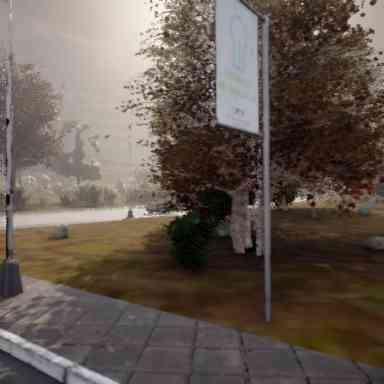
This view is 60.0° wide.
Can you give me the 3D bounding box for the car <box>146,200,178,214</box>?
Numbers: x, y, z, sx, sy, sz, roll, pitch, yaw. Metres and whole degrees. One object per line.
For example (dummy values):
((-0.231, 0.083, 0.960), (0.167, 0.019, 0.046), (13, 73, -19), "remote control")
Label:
((-3.186, 1.710, 38.810), (2.128, 1.511, 4.902), (-1, 0, 38), "car")
